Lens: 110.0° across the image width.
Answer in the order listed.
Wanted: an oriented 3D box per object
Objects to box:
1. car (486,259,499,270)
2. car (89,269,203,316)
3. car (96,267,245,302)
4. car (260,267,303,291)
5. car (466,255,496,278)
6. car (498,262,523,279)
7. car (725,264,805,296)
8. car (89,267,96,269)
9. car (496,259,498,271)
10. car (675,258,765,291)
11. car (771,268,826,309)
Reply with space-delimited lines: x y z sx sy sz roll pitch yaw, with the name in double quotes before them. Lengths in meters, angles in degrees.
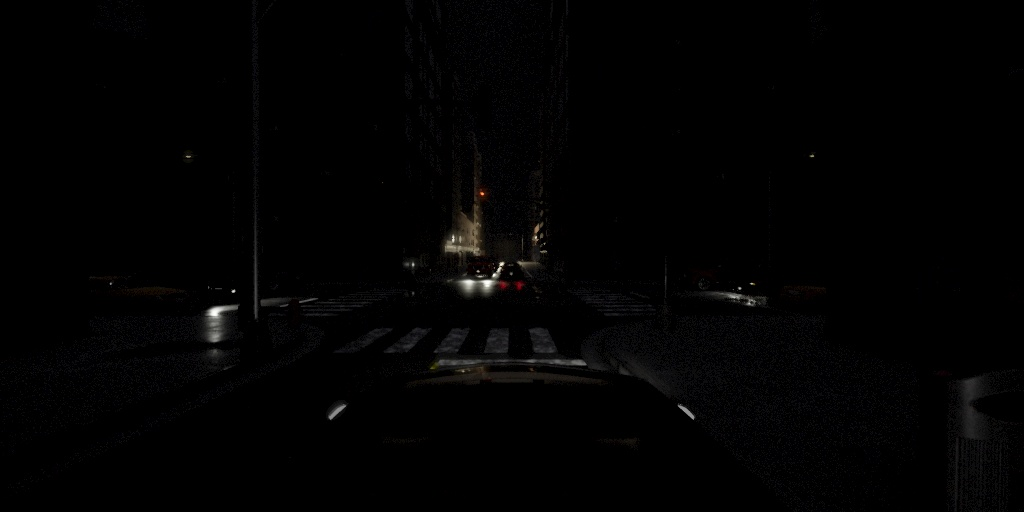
"car" -2.933 1.227 55.001 1.837 1.490 4.892 0 1 0
"car" -14.402 1.304 12.936 4.829 1.417 1.751 0 0 0
"car" -14.408 1.271 15.484 4.892 1.490 1.837 0 0 1
"car" -14.567 1.306 20.961 4.313 1.339 1.948 0 0 0
"car" -2.907 0.963 33.542 2.150 2.045 5.566 0 0 0
"car" -0.045 1.268 31.970 1.812 1.442 4.674 0 0 0
"car" 14.373 1.275 18.436 5.357 1.411 2.033 0 0 0
"car" -25.392 1.314 20.956 4.313 1.339 1.948 0 0 0
"car" -2.924 0.955 44.264 2.150 2.045 5.566 0 0 0
"car" 12.316 1.032 20.974 5.009 1.841 2.192 0 0 0
"car" 12.481 1.280 12.949 4.829 1.417 1.751 0 0 0
